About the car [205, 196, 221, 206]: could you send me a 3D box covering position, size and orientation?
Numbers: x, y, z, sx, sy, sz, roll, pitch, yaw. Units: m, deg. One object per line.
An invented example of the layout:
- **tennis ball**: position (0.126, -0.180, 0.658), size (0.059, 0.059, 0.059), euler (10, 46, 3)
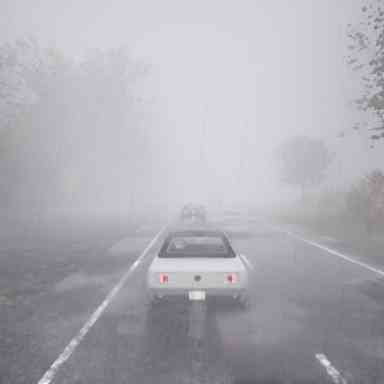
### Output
- **car**: position (3.626, 1.529, 54.420), size (1.994, 1.385, 4.181), euler (0, 0, 0)

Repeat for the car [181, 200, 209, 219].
- **car**: position (0.110, 1.582, 26.389), size (1.895, 1.301, 4.718), euler (0, 0, 0)

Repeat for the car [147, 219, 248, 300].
- **car**: position (0.103, 1.595, 8.284), size (1.895, 1.301, 4.718), euler (0, 0, 0)
